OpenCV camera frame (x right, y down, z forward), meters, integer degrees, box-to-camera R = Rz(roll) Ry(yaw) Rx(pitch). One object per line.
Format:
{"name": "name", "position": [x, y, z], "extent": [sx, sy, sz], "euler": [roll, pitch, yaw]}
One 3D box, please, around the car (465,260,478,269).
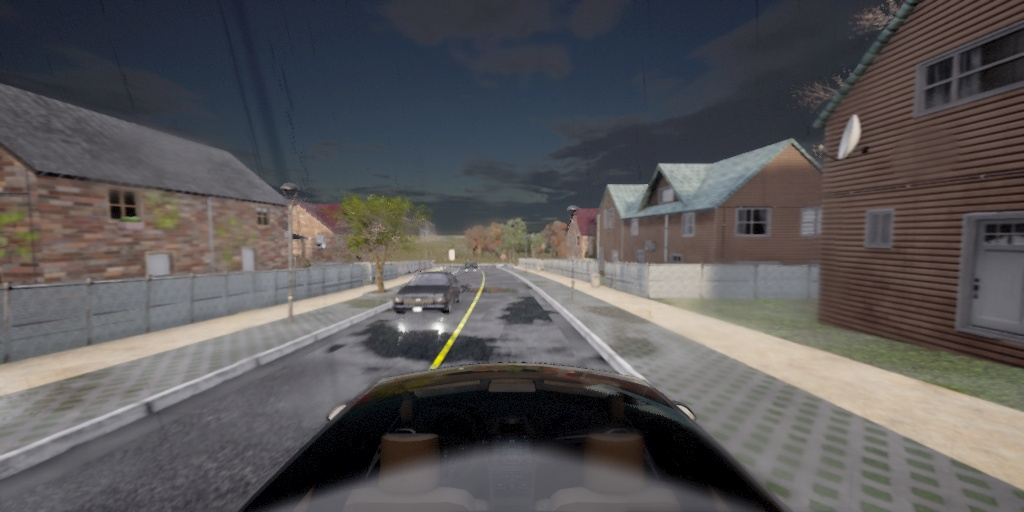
{"name": "car", "position": [-6.469, 1.403, 56.963], "extent": [1.994, 1.385, 4.181], "euler": [-1, 0, -7]}

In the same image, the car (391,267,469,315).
{"name": "car", "position": [-3.066, 1.321, 14.024], "extent": [2.033, 1.411, 5.357], "euler": [0, 0, -2]}
